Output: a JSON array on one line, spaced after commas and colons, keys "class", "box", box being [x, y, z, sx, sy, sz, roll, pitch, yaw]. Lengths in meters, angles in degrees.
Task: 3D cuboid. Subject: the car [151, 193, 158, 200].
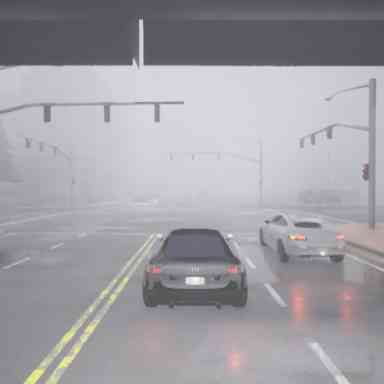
[{"class": "car", "box": [-8.038, 0.844, 67.863, 1.895, 1.301, 4.718, 0, 1, 0]}]

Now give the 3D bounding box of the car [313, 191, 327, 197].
[{"class": "car", "box": [30.813, 0.475, 79.972, 1.784, 1.438, 3.905, 0, 1, 0]}]

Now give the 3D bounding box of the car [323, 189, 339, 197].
[{"class": "car", "box": [33.496, 0.264, 80.028, 1.932, 1.855, 4.605, 0, 1, 0]}]

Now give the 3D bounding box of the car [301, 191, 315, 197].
[{"class": "car", "box": [27.918, 0.507, 79.964, 1.970, 1.475, 3.806, 0, 1, 0]}]

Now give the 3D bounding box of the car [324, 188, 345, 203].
[{"class": "car", "box": [19.540, 0.629, 47.370, 1.905, 1.878, 3.866, 0, 1, 0]}]

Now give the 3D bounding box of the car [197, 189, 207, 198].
[{"class": "car", "box": [2.405, 0.368, 77.019, 2.150, 2.045, 5.566, 0, 1, 0]}]

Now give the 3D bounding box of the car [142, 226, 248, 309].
[{"class": "car", "box": [0.067, 1.477, 7.741, 1.994, 1.385, 4.181, 0, 1, 0]}]

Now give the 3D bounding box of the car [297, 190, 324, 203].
[{"class": "car", "box": [16.646, 0.626, 47.415, 1.932, 1.855, 4.605, 0, 1, 0]}]

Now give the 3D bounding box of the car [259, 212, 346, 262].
[{"class": "car", "box": [3.582, 1.398, 11.400, 1.812, 1.442, 4.674, 0, 1, 0]}]

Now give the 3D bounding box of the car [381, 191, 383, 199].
[{"class": "car", "box": [39.091, 0.431, 64.984, 1.932, 1.855, 4.605, 0, 1, 0]}]

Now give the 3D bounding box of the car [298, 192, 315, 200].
[{"class": "car", "box": [22.194, 0.675, 64.846, 1.970, 1.475, 3.806, 0, 1, 0]}]

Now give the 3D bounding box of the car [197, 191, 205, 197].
[{"class": "car", "box": [2.346, 0.422, 86.088, 1.994, 1.385, 4.181, 0, 1, 0]}]

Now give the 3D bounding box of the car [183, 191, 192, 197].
[{"class": "car", "box": [-1.154, 0.395, 86.065, 2.128, 1.511, 4.902, 0, 1, 0]}]

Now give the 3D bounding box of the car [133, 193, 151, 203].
[{"class": "car", "box": [-8.010, 0.984, 52.147, 1.994, 1.385, 4.181, 0, 1, 0]}]

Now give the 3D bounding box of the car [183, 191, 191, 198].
[{"class": "car", "box": [-1.095, 0.738, 76.998, 1.895, 1.301, 4.718, 0, 1, 0]}]
